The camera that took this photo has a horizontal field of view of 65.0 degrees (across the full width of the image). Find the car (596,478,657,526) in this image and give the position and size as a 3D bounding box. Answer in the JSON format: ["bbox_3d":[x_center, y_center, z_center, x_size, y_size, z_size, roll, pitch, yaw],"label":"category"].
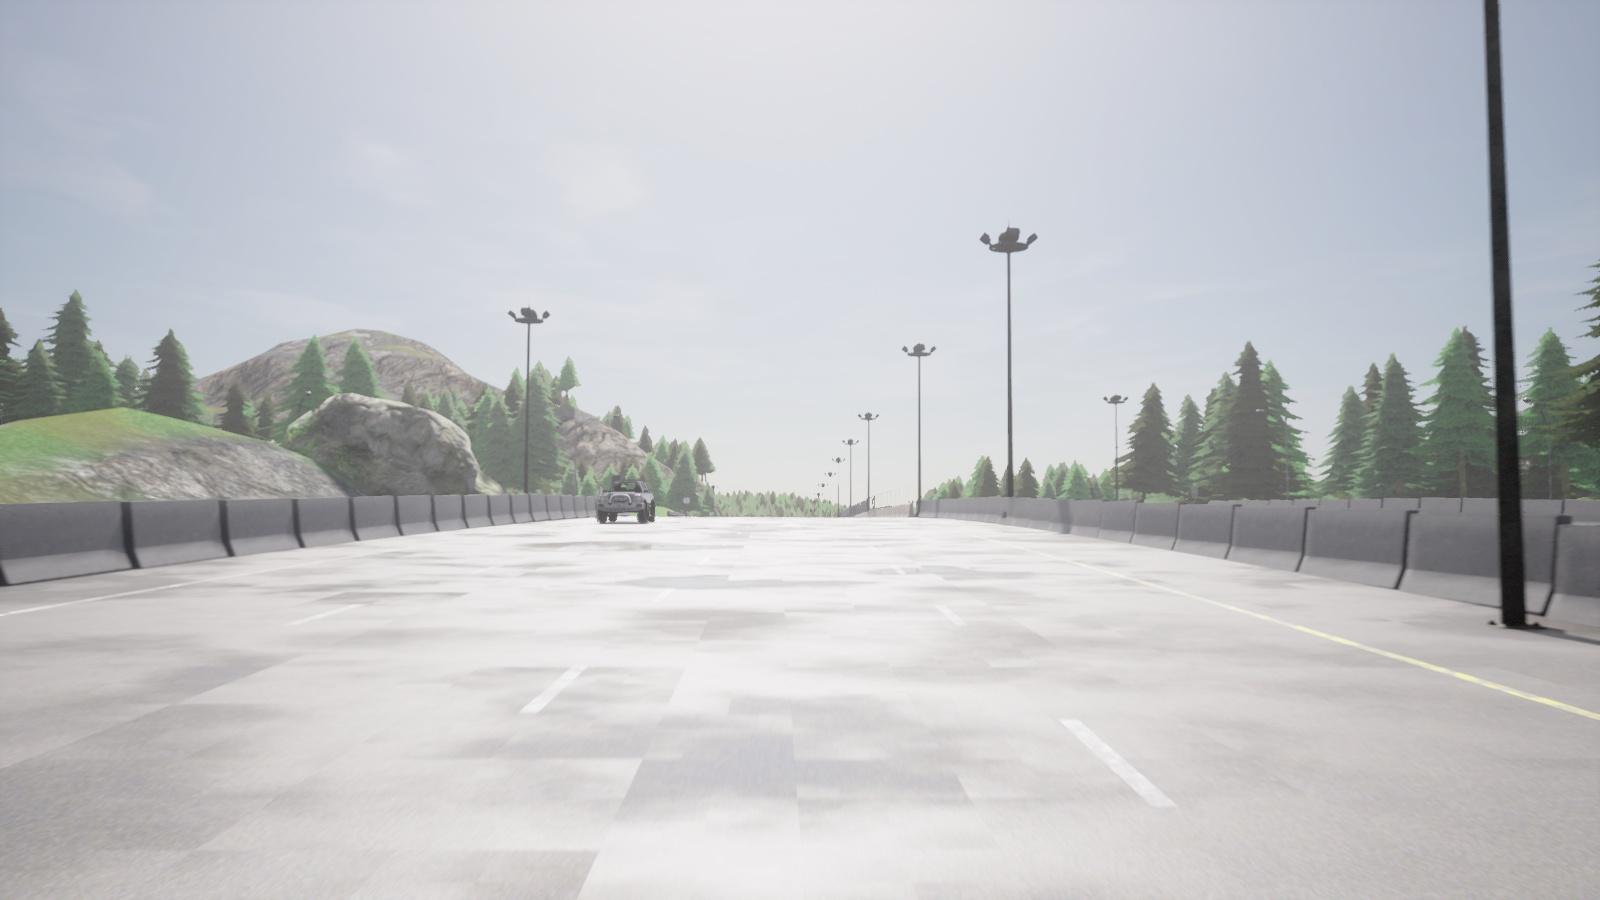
[{"bbox_3d":[-7.125,2.148,51.987,1.932,1.855,4.605,0,-2,0],"label":"car"}]
